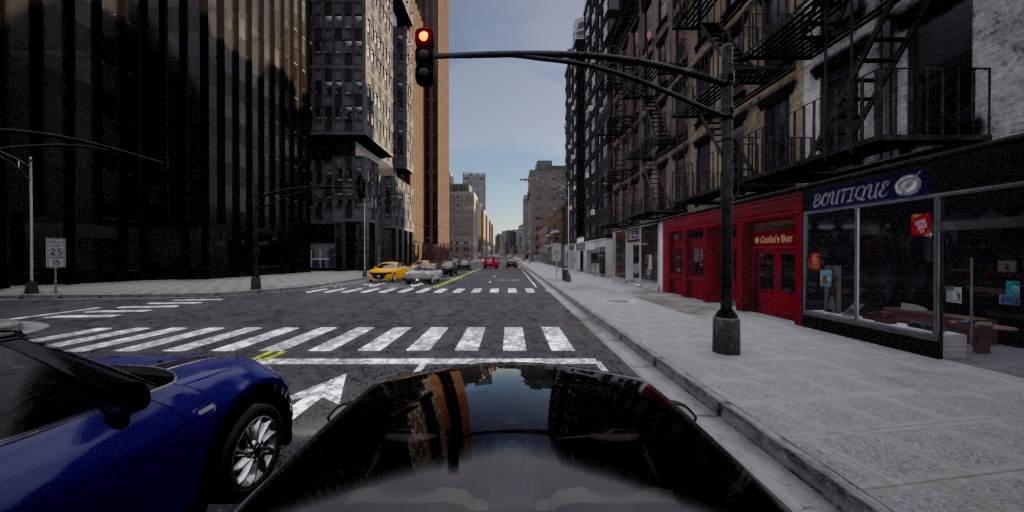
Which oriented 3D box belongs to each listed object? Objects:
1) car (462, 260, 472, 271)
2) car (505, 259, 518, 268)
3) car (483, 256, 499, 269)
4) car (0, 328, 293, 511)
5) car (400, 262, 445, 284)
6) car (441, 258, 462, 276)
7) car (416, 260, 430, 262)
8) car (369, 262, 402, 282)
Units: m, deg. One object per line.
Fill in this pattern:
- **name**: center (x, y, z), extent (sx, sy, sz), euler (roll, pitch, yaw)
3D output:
- **car**: center (-6.730, 1.242, 49.625), extent (1.882, 1.535, 5.008), euler (0, 0, 0)
- **car**: center (-0.080, 1.272, 61.821), extent (1.837, 1.490, 4.892), euler (0, 0, 0)
- **car**: center (-3.418, 0.988, 58.038), extent (2.150, 2.045, 5.566), euler (0, 0, 0)
- **car**: center (-3.146, 1.102, 1.578), extent (2.097, 1.767, 4.553), euler (0, 0, 0)
- **car**: center (-6.674, 1.356, 27.392), extent (1.895, 1.301, 4.718), euler (0, 0, 0)
- **car**: center (-6.703, 1.237, 36.792), extent (1.882, 1.535, 5.008), euler (0, 0, 0)
- **car**: center (-9.962, 1.238, 39.976), extent (1.882, 1.535, 5.008), euler (0, 0, 0)
- **car**: center (-9.927, 1.234, 29.138), extent (1.882, 1.535, 5.008), euler (0, 0, 0)
